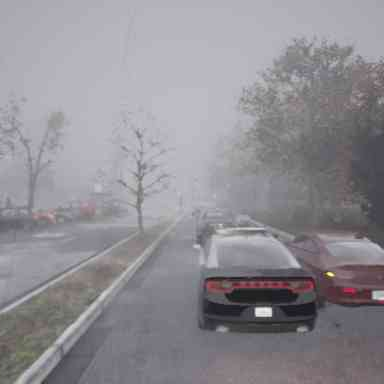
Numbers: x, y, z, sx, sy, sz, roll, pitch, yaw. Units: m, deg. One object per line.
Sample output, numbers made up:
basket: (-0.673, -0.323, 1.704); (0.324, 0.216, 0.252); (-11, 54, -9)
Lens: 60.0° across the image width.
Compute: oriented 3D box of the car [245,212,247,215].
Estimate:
car: (3.648, 2.122, 28.293); (1.895, 1.301, 4.718); (0, -1, 1)

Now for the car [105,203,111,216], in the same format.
car: (-12.982, 2.502, 41.736); (4.674, 1.452, 2.002); (-1, -1, -19)

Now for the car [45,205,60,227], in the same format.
car: (-13.320, 1.983, 26.732); (4.553, 1.767, 2.185); (-1, -2, -19)

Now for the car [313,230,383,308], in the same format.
car: (3.275, 1.636, 7.980); (1.812, 1.442, 4.674); (0, -1, 1)

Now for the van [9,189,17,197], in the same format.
van: (-44.649, 0.367, 83.177); (1.878, 1.987, 4.442); (6, -4, -18)

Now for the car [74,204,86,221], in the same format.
car: (-13.196, 2.276, 32.720); (4.792, 1.488, 2.163); (-1, -1, -19)

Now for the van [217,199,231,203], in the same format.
van: (9.016, 2.998, 93.795); (4.442, 1.987, 1.878); (0, -1, -13)

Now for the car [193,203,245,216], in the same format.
car: (1.241, 1.650, 17.167); (2.097, 1.767, 4.553); (0, -1, 1)

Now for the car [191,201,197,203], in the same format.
car: (1.246, 2.754, 56.302); (2.033, 1.411, 5.357); (0, -1, 2)

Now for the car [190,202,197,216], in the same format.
car: (0.919, 2.480, 44.604); (2.033, 1.411, 5.357); (0, -1, 2)

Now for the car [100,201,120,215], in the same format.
car: (-12.950, 2.283, 44.738); (5.566, 2.045, 2.435); (-1, -1, -19)

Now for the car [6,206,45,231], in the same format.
car: (-13.314, 1.915, 23.747); (4.553, 1.767, 2.185); (-1, -1, -19)

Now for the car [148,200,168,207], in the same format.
car: (-9.753, 3.408, 91.531); (4.792, 1.488, 2.163); (-1, -1, -14)

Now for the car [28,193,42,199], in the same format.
car: (-38.683, 1.090, 83.084); (2.231, 1.521, 4.892); (6, -4, -18)

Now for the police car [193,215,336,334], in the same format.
police car: (1.061, 1.541, 7.301); (1.930, 1.638, 5.238); (0, -1, 1)

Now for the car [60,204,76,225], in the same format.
car: (-13.235, 2.178, 29.738); (4.892, 1.521, 2.231); (-1, -2, -19)

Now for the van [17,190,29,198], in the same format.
van: (-41.632, 0.614, 83.088); (1.878, 1.987, 4.442); (6, -4, -18)

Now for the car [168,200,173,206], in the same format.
car: (-9.054, 3.427, 94.511); (5.366, 1.575, 1.946); (-1, -2, -14)

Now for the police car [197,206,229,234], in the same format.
police car: (1.355, 1.852, 23.307); (1.930, 1.638, 5.238); (0, -1, 1)

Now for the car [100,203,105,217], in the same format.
car: (-13.228, 2.389, 38.675); (5.366, 1.575, 1.946); (-1, -1, -19)

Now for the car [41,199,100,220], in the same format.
car: (-13.144, 2.067, 35.729); (5.566, 2.045, 2.435); (-1, -1, -19)

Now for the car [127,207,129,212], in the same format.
car: (-12.621, 2.625, 53.779); (4.553, 1.767, 2.185); (-1, -1, -18)

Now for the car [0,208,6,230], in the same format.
car: (-13.486, 1.665, 17.726); (5.566, 2.045, 2.435); (-1, -1, -19)

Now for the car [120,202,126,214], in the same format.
car: (-12.822, 2.355, 47.772); (5.566, 2.045, 2.435); (-1, -2, -19)

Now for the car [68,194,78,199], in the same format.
car: (-29.642, 1.582, 82.858); (2.435, 2.045, 5.566); (6, -4, -18)
